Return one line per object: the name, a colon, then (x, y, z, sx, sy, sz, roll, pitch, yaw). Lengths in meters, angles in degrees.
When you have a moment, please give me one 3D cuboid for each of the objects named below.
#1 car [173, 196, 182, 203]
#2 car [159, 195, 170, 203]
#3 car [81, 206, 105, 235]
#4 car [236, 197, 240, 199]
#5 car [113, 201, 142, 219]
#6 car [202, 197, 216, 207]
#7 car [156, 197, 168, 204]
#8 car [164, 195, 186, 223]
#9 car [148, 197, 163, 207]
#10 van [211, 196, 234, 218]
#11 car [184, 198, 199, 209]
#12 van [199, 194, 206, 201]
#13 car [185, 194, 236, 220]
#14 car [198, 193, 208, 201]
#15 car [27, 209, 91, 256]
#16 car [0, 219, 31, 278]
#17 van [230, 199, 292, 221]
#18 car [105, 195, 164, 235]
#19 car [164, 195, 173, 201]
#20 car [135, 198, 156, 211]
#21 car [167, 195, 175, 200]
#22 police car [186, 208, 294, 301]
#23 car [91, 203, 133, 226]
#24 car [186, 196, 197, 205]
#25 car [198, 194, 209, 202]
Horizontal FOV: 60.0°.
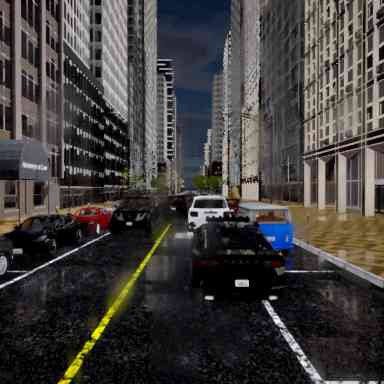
car: (-3.060, 1.582, 71.049, 1.895, 1.301, 4.718, 0, 0, 0)
car: (-5.759, 1.422, 69.887, 1.967, 1.590, 4.097, -1, 0, 0)
car: (-5.715, 1.540, 18.735, 1.887, 1.381, 4.507, -1, 0, 0)
car: (2.658, 1.309, 24.425, 2.192, 1.841, 5.009, -1, 0, 0)
car: (-5.725, 1.575, 30.102, 1.802, 1.307, 4.206, -1, 0, 0)
car: (2.637, 1.538, 52.843, 2.008, 1.369, 4.403, -1, 0, 0)
car: (-5.753, 1.565, 64.204, 1.802, 1.307, 4.206, -1, 0, 0)
car: (-0.165, 1.214, 24.787, 2.150, 2.045, 5.566, -1, 0, 24)
car: (-5.744, 1.538, 52.836, 2.008, 1.369, 4.403, -1, 0, 0)
van: (2.654, 1.334, 30.109, 1.690, 1.788, 3.998, -1, 0, 0)
car: (-0.027, 1.553, 45.684, 1.994, 1.385, 4.181, 0, 0, 1)
van: (2.606, 1.317, 86.946, 1.690, 1.788, 3.998, -1, 0, 0)
car: (0.883, 1.220, 18.434, 2.150, 2.045, 5.566, 0, 0, 0)
car: (2.611, 1.293, 81.262, 2.192, 1.841, 5.009, -1, 0, 0)
car: (-5.710, 1.563, 13.051, 1.947, 1.339, 4.313, -1, 0, 0)
car: (-5.706, 1.549, 7.367, 2.008, 1.369, 4.403, -1, 0, 0)
van: (2.668, 1.338, 13.058, 1.690, 1.788, 3.998, -1, 0, 0)
car: (-3.118, 1.217, 19.296, 2.150, 2.045, 5.566, 0, 0, 0)
car: (-5.767, 1.503, 81.085, 1.752, 1.417, 4.829, -1, 0, 0)
car: (-5.735, 1.541, 41.469, 2.008, 1.369, 4.403, -1, 0, 0)
car: (-5.777, 1.539, 92.622, 1.947, 1.339, 4.313, -1, 0, 0)
police car: (0.891, 1.423, 8.513, 1.930, 1.638, 5.238, 0, 0, 0)
car: (-5.721, 1.545, 24.418, 2.008, 1.369, 4.403, -1, 0, 0)
car: (-0.052, 1.511, 59.413, 1.812, 1.442, 4.674, 0, 0, 0)
car: (2.615, 1.295, 75.578, 2.192, 1.841, 5.009, -1, 0, 0)
